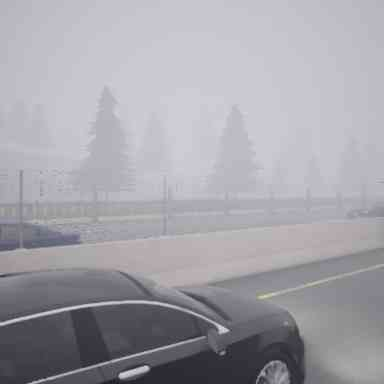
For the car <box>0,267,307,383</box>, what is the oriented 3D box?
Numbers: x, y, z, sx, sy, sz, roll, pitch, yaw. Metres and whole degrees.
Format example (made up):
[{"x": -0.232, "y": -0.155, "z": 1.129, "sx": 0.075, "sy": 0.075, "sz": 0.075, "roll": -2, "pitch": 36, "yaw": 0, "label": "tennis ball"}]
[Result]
[{"x": -0.955, "y": 1.505, "z": 3.065, "sx": 4.892, "sy": 1.490, "sz": 1.837, "roll": 0, "pitch": 0, "yaw": -36, "label": "car"}]

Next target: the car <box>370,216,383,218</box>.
[{"x": 14.652, "y": 1.508, "z": 27.399, "sx": 4.674, "sy": 1.442, "sz": 1.812, "roll": 0, "pitch": 0, "yaw": -36, "label": "car"}]

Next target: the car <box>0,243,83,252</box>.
[{"x": -5.459, "y": 1.479, "z": 8.695, "sx": 5.008, "sy": 1.535, "sz": 1.882, "roll": 0, "pitch": 0, "yaw": -36, "label": "car"}]
